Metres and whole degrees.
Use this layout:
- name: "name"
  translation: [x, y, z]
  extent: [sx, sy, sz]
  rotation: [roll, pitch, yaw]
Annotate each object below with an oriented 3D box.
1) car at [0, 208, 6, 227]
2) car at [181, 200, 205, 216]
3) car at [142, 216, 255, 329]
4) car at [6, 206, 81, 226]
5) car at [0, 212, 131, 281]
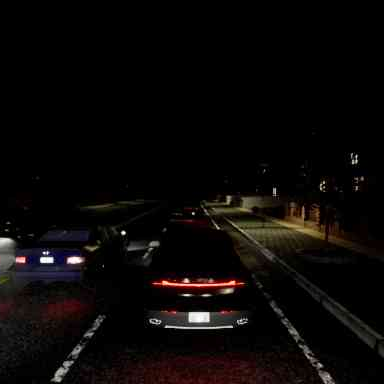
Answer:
- name: "car"
  translation: [-9.849, 1.570, 18.420]
  extent: [1.994, 1.385, 4.181]
  rotation: [0, 0, 0]
- name: "car"
  translation: [0.100, 1.518, 29.787]
  extent: [1.837, 1.490, 4.892]
  rotation: [0, 0, 0]
- name: "car"
  translation: [0.099, 1.507, 7.076]
  extent: [1.837, 1.490, 4.892]
  rotation: [0, 0, 0]
- name: "car"
  translation: [-6.600, 1.483, 16.165]
  extent: [1.882, 1.535, 5.008]
  rotation: [0, 0, 0]
- name: "car"
  translation: [-3.191, 1.550, 9.851]
  extent: [2.033, 1.411, 5.357]
  rotation: [0, 0, 0]
